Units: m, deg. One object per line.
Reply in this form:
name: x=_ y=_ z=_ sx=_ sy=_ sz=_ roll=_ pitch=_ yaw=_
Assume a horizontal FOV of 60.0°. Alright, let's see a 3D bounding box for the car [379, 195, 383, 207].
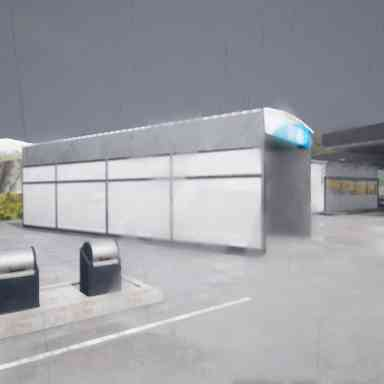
car: x=25.111 y=1.246 z=43.921 sx=4.611 sy=1.667 sz=2.242 roll=0 pitch=0 yaw=-37
